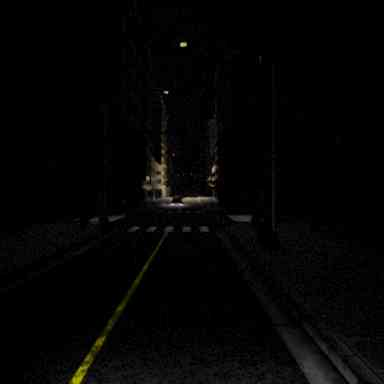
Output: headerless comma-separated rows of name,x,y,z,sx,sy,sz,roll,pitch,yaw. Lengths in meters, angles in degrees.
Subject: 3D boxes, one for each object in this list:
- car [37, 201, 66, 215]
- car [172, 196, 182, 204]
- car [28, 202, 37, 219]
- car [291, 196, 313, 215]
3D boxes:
car,-14.539,1.504,32.500,4.313,1.339,1.947,0,0,0
car,-2.761,1.479,61.550,1.895,1.301,4.718,0,0,0
car,-14.388,1.514,24.474,4.829,1.417,1.752,0,0,0
car,12.344,1.231,32.464,5.009,1.841,2.192,0,0,0
